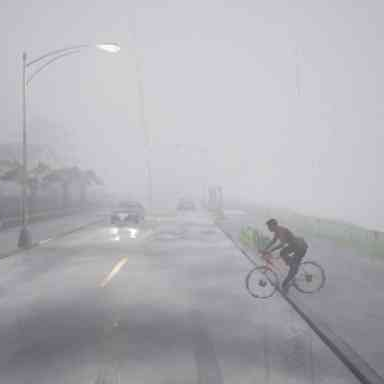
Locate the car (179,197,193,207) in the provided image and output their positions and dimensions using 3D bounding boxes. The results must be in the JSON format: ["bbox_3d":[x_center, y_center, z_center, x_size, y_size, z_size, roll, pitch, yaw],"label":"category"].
[{"bbox_3d":[-0.867,1.392,48.033,1.895,1.301,4.718,0,0,-1],"label":"car"}]

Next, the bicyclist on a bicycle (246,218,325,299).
[{"bbox_3d":[1.873,1.350,6.823,1.656,1.620,0.582,-6,0,-1],"label":"bicyclist on a bicycle"}]

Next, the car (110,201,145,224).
[{"bbox_3d":[-4.477,1.389,23.661,2.128,1.511,4.902,0,0,-1],"label":"car"}]

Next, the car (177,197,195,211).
[{"bbox_3d":[-0.659,1.400,37.562,1.994,1.385,4.181,0,0,0],"label":"car"}]
